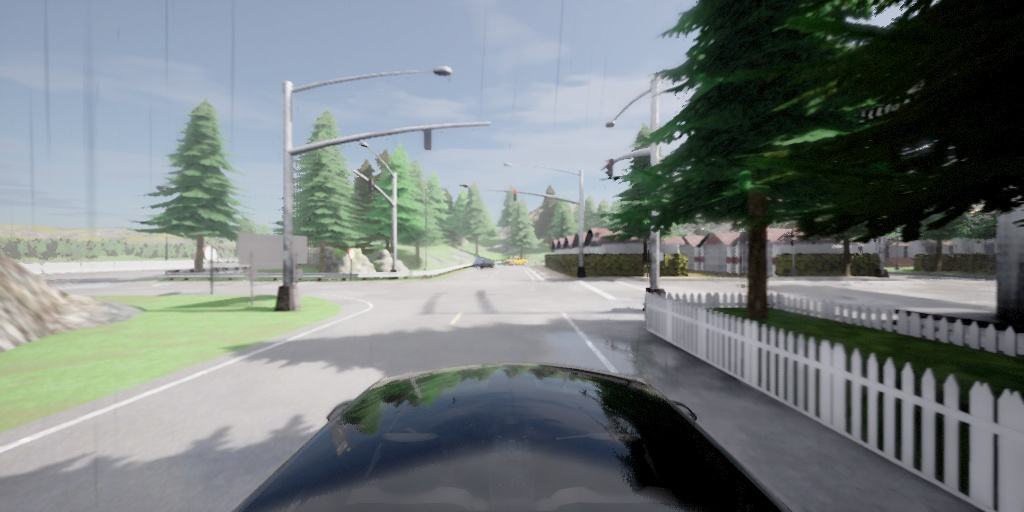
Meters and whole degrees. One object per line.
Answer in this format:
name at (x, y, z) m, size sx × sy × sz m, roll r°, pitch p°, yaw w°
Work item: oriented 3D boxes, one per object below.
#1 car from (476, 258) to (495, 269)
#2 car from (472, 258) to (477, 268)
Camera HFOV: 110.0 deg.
car at (-3.497, 1.195, 51.275) m, size 1.895 × 1.301 × 4.718 m, roll 0°, pitch 0°, yaw 2°
car at (-5.158, 1.055, 56.525) m, size 1.882 × 1.535 × 5.008 m, roll 0°, pitch 2°, yaw -4°
